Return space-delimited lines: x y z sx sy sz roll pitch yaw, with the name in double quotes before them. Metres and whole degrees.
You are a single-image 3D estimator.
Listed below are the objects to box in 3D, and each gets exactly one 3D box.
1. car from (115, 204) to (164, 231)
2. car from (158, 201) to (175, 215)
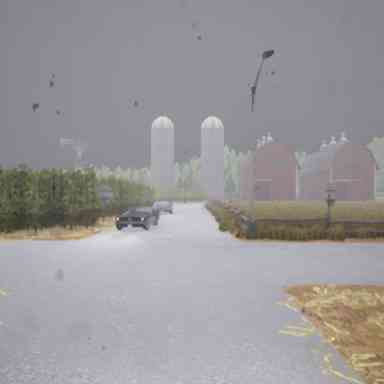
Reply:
"car" -3.338 1.654 21.172 1.895 1.301 4.718 0 -1 5
"car" -3.067 1.726 36.914 1.812 1.442 4.674 0 0 0
